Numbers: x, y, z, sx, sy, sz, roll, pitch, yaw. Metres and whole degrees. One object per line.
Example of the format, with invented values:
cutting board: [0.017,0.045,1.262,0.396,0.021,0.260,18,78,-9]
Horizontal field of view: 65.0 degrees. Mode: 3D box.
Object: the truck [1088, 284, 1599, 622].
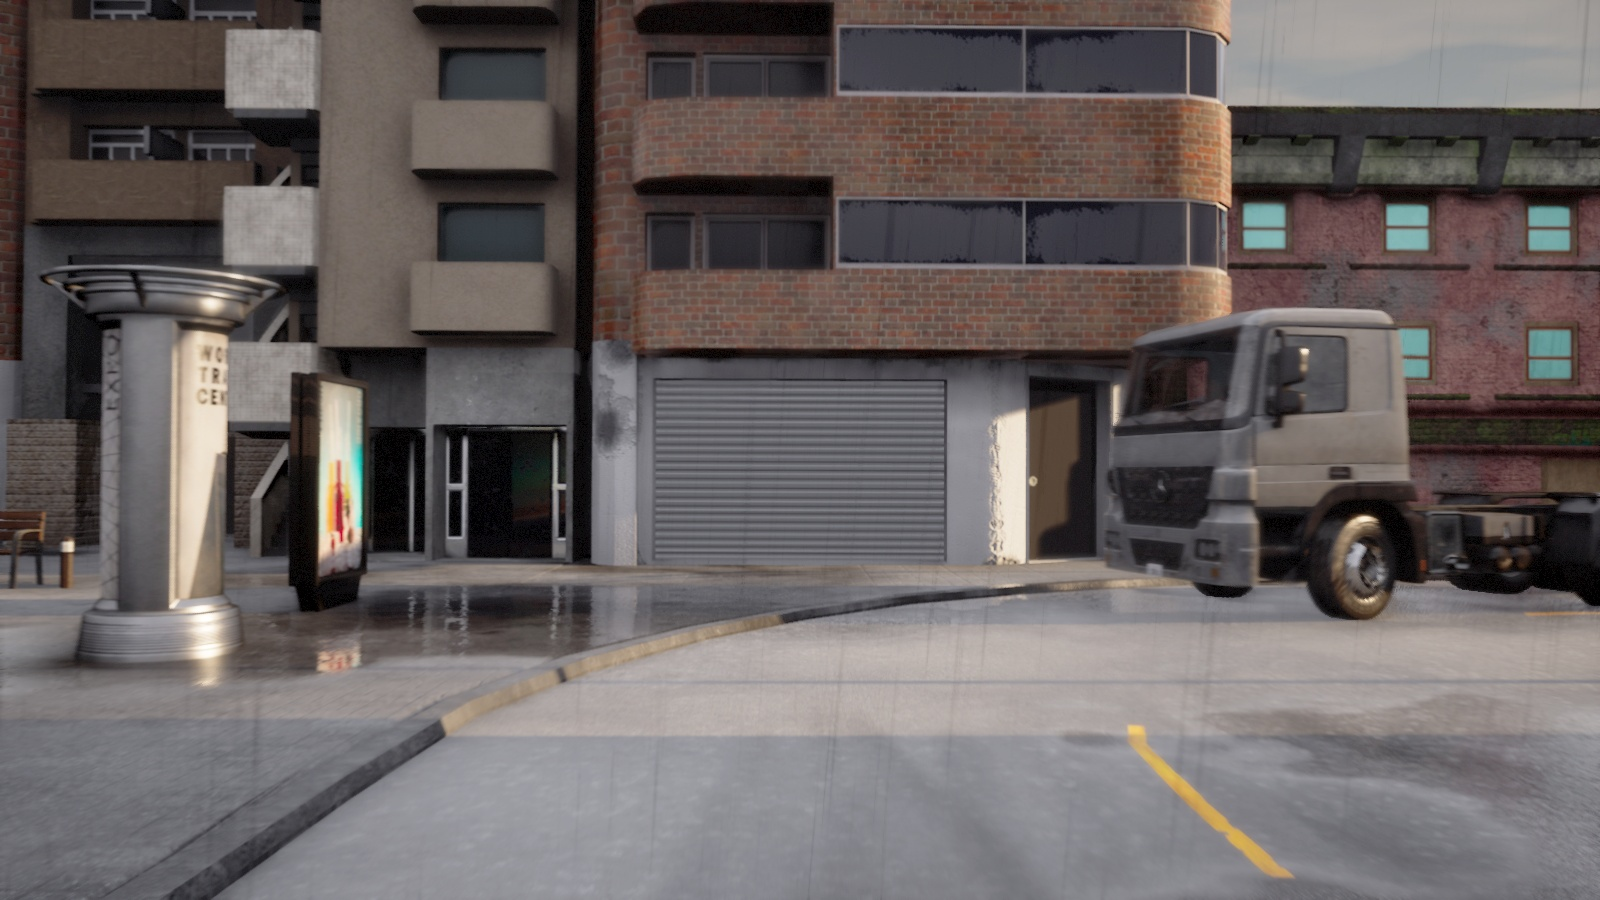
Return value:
truck: [7.808,0.059,15.249,7.936,3.462,2.891,0,-1,-14]
